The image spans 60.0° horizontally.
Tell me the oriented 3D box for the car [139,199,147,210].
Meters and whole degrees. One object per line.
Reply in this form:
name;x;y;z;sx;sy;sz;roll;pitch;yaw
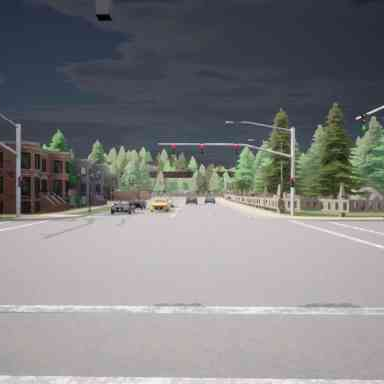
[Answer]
car;-7.136;1.601;43.543;1.895;1.301;4.718;0;0;0

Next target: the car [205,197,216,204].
car;3.526;1.564;65.142;1.994;1.385;4.181;0;0;0

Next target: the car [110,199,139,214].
car;-7.137;1.564;34.791;1.994;1.385;4.181;0;0;0

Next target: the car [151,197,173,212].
car;-3.639;1.477;38.767;1.882;1.535;5.008;0;0;0

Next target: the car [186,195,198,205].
car;-0.069;1.352;60.161;2.097;1.767;4.553;0;0;0
